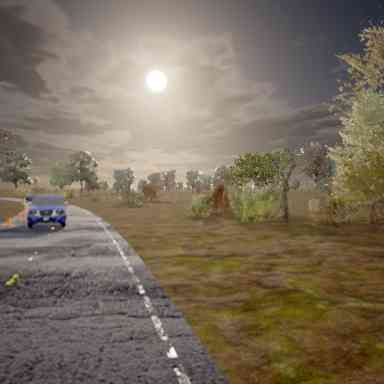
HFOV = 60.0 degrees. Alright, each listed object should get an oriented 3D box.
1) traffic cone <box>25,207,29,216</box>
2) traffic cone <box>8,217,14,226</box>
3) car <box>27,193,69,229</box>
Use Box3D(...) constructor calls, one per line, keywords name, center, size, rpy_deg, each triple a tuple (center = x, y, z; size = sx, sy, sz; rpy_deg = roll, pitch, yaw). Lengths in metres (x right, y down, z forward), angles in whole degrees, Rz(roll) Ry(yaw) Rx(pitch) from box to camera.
Box3D(name="traffic cone", center=(-15.523, 1.920, 31.018), size=(0.340, 0.580, 0.340), rpy_deg=(0, 0, -22))
Box3D(name="traffic cone", center=(-11.913, 1.931, 21.803), size=(0.340, 0.580, 0.340), rpy_deg=(0, 0, -20))
Box3D(name="car", center=(-9.451, 1.197, 21.978), size=(2.150, 2.045, 5.566), rpy_deg=(0, 0, -20))
